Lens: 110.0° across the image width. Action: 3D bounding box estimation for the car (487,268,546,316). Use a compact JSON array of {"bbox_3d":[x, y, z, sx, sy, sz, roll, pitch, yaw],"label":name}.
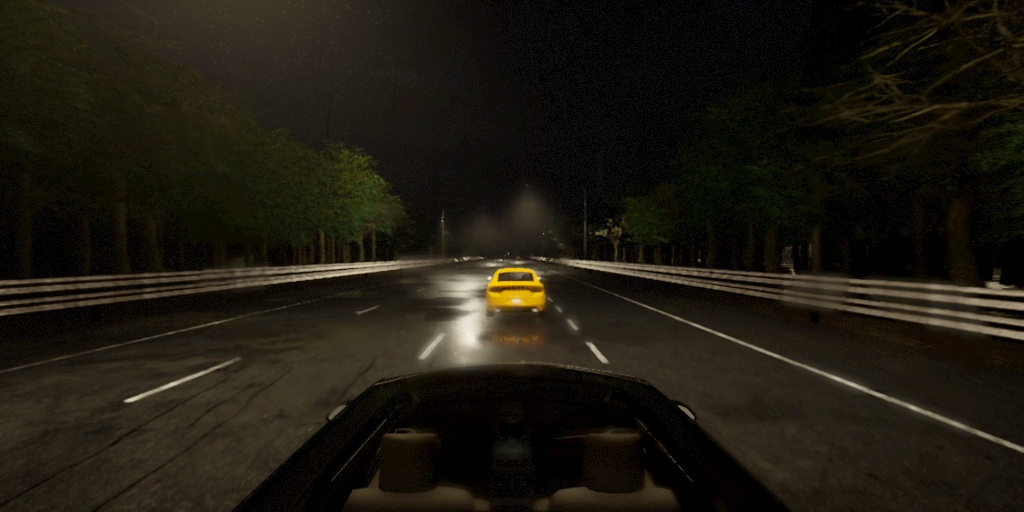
[{"bbox_3d":[0.104,1.188,13.217,1.882,1.535,5.008,0,0,-1],"label":"car"}]
